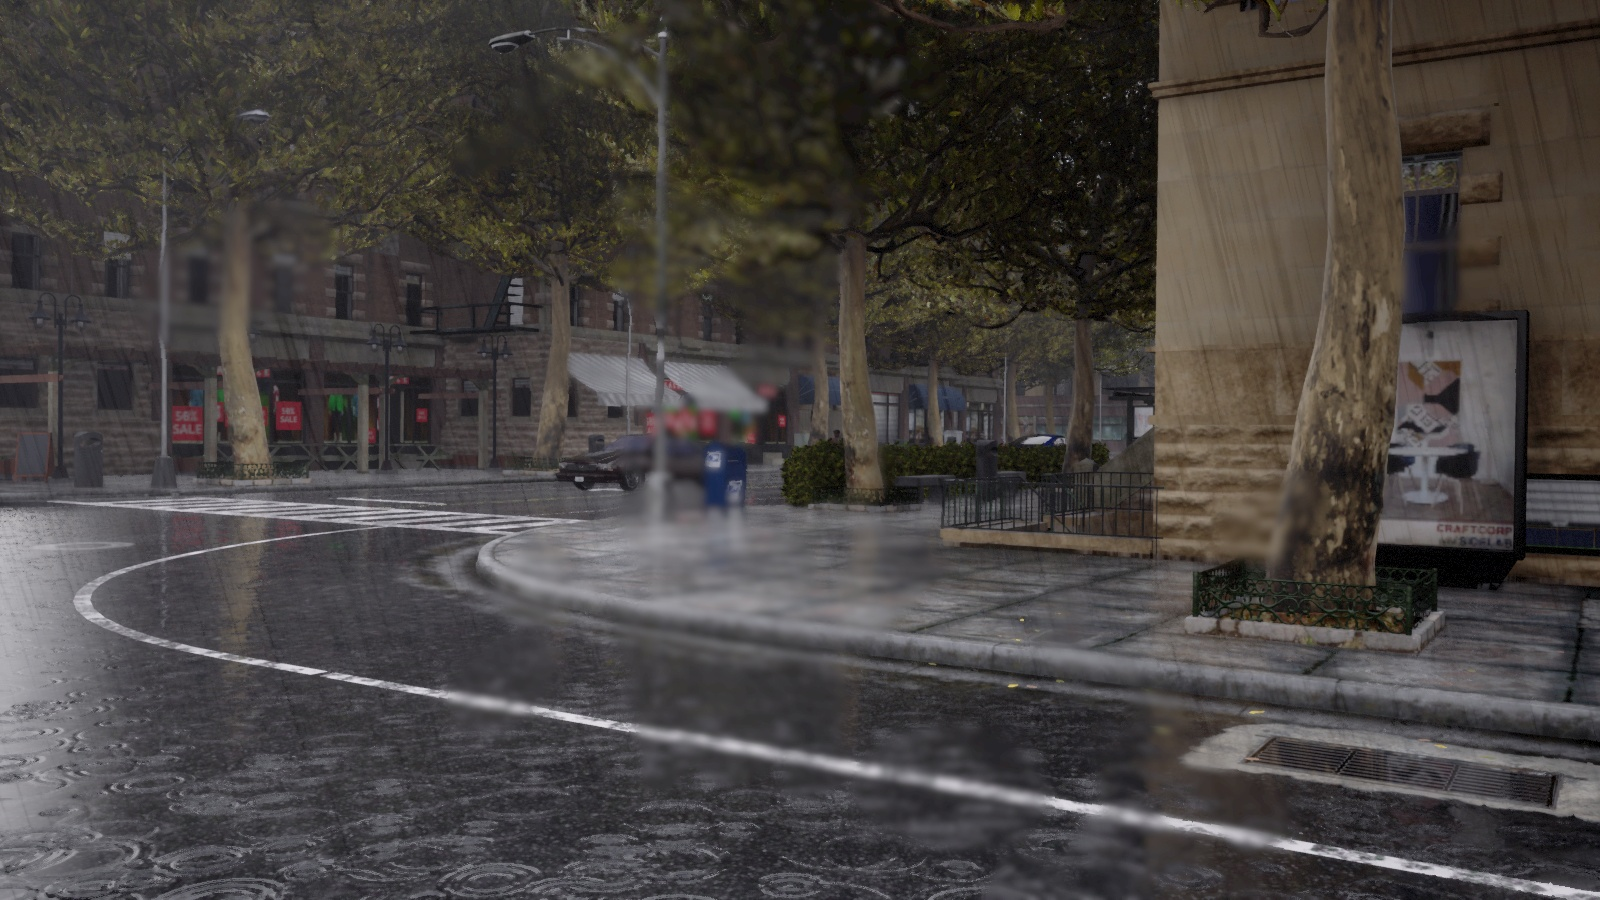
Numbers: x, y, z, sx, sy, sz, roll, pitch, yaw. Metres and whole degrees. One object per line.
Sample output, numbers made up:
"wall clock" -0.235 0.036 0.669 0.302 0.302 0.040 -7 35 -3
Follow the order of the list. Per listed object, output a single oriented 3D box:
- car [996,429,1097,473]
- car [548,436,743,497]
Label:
"car" 9.100 -0.003 46.106 1.882 1.535 5.008 0 1 33
"car" -3.879 0.368 32.640 2.033 1.411 5.357 0 1 33
